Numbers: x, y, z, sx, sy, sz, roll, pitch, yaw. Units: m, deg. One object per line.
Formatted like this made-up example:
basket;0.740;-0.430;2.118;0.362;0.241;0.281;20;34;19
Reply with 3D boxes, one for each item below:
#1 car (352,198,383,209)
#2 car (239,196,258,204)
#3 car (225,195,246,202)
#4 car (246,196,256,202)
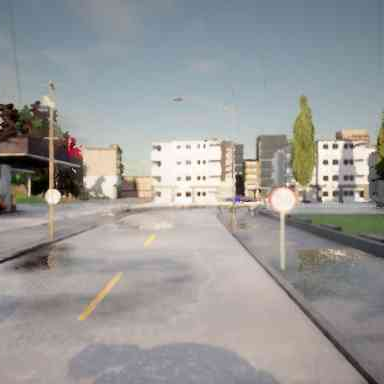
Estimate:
car;22.893;1.446;42.231;4.674;1.442;1.812;0;0;0
car;11.203;1.553;65.809;2.038;1.542;4.974;0;0;30
car;8.407;1.309;66.156;3.633;1.501;1.845;0;0;11
car;11.177;1.395;65.764;1.853;1.218;4.536;0;0;30
